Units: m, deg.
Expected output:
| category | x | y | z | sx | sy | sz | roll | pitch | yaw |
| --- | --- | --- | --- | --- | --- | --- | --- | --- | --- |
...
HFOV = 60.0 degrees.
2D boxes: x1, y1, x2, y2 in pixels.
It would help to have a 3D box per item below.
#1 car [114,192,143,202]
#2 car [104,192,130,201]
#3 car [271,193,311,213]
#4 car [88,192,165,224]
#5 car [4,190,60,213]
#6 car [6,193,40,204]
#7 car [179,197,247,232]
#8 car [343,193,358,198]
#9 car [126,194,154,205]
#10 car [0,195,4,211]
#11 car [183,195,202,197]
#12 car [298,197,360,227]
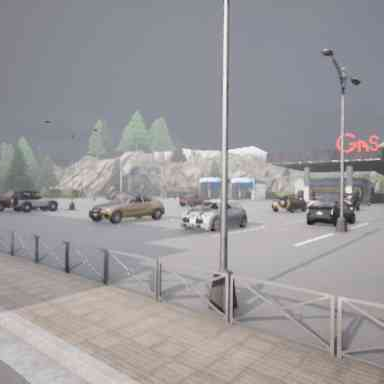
| category | x | y | z | sx | sy | sz | roll | pitch | yaw |
| --- | --- | --- | --- | --- | --- | --- | --- | --- | --- |
| car | -11.580 | 0.888 | 60.758 | 2.152 | 1.636 | 5.027 | 1 | 0 | 39 |
| car | -14.033 | 0.859 | 62.713 | 2.007 | 1.523 | 4.514 | 1 | 0 | 39 |
| car | 9.518 | 1.040 | 32.437 | 1.932 | 1.855 | 4.605 | 1 | 0 | 39 |
| car | -3.963 | 1.012 | 21.022 | 2.152 | 1.636 | 5.027 | 1 | 0 | 39 |
| car | -13.832 | 0.783 | 29.161 | 1.905 | 1.878 | 3.866 | 1 | 0 | 39 |
| car | -23.569 | 0.889 | 46.451 | 1.970 | 1.475 | 3.806 | 1 | 0 | 39 |
| car | 1.193 | 1.168 | 17.189 | 1.970 | 1.475 | 3.806 | 1 | 0 | 39 |
| car | 17.060 | 1.080 | 36.416 | 1.905 | 1.878 | 3.866 | 1 | 0 | 39 |
| car | -7.323 | 0.997 | 47.301 | 1.845 | 1.501 | 3.633 | 1 | 0 | 39 |
| car | -16.336 | 0.767 | 30.691 | 1.932 | 1.855 | 4.605 | 1 | 0 | 39 |
| car | 0.359 | 1.094 | 40.911 | 2.007 | 1.523 | 4.514 | 1 | 0 | 39 |
| car | 8.502 | 1.296 | 20.298 | 2.007 | 1.523 | 4.514 | 1 | 0 | 39 |
